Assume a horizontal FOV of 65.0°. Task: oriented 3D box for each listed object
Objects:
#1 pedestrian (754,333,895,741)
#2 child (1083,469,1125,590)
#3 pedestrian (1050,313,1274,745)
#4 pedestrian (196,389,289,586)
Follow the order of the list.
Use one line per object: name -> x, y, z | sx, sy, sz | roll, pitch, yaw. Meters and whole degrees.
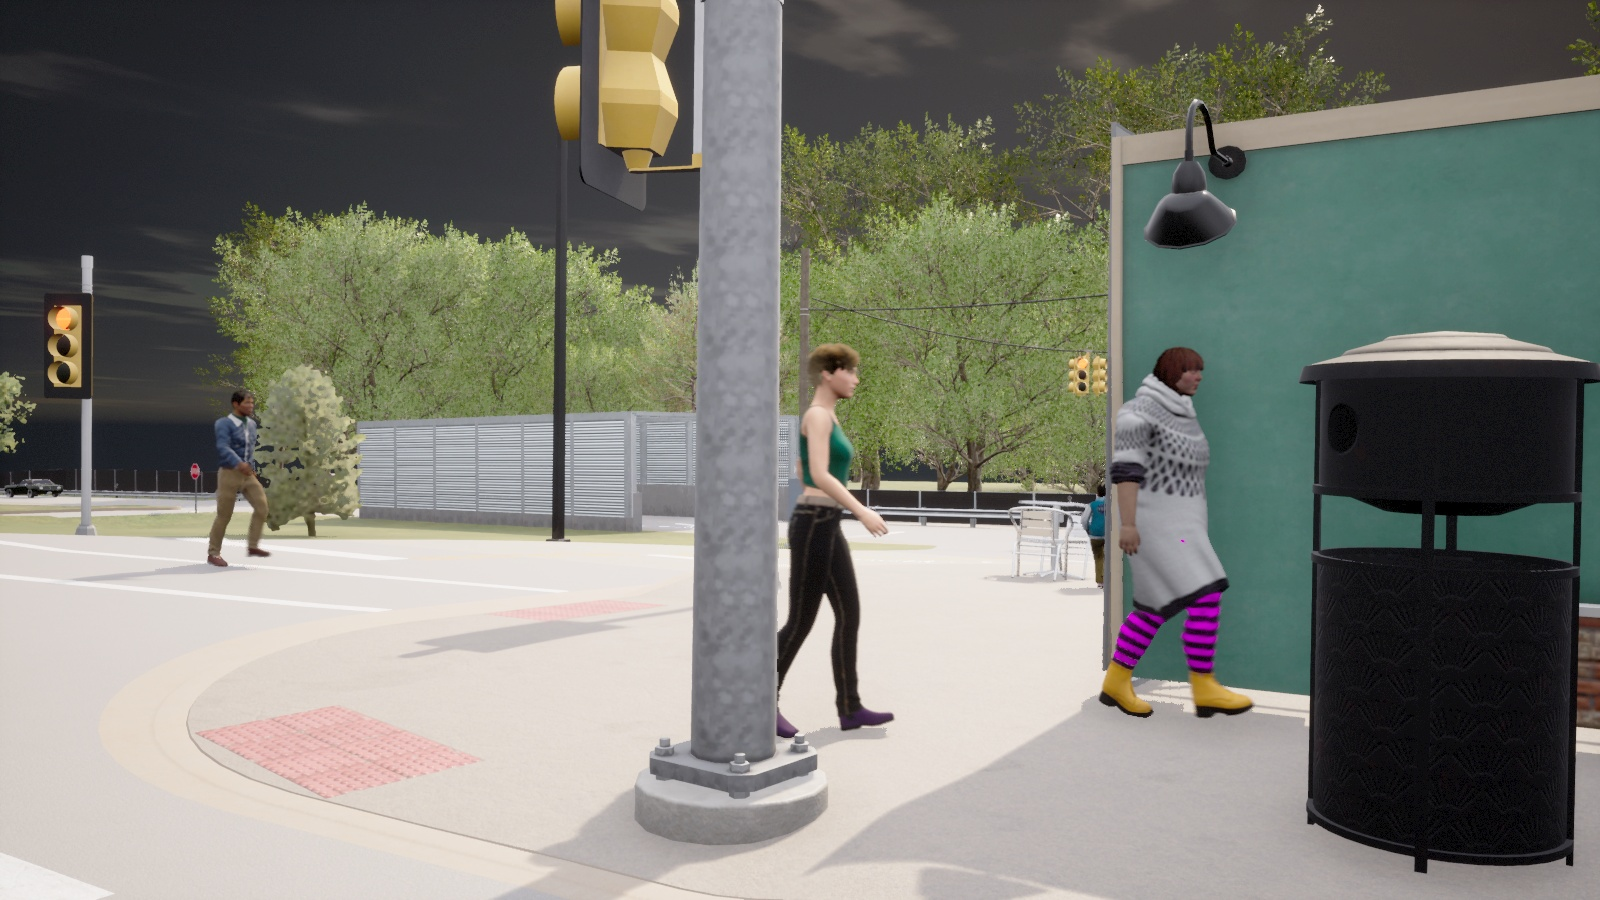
pedestrian -> 0.121, 0.392, 5.880 | 0.594, 1.836, 0.345 | 0, 1, 13
child -> 3.090, 0.797, 12.751 | 0.343, 1.192, 0.448 | 0, 1, 23
pedestrian -> 1.786, 0.353, 6.197 | 0.873, 1.952, 0.659 | 0, 1, 38
pedestrian -> -5.686, 0.369, 12.806 | 0.788, 1.949, 0.423 | 0, 1, 24
